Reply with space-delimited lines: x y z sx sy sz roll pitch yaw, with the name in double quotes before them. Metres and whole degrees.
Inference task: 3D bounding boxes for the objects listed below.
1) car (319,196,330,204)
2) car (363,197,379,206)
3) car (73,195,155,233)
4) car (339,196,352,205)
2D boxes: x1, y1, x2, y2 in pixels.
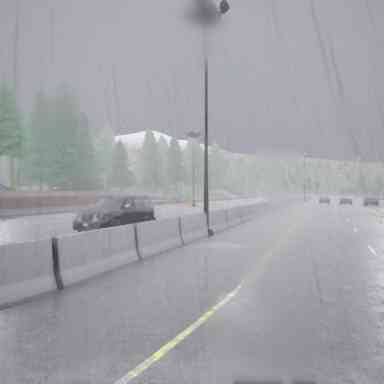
"car" 25.381 1.481 63.669 2.128 1.511 4.902 0 0 22
"car" 29.140 1.481 54.195 2.128 1.511 4.902 0 0 22
"car" -4.071 1.219 18.501 2.150 2.045 5.566 0 0 22
"car" 27.228 1.515 58.862 1.812 1.442 4.674 0 0 22
